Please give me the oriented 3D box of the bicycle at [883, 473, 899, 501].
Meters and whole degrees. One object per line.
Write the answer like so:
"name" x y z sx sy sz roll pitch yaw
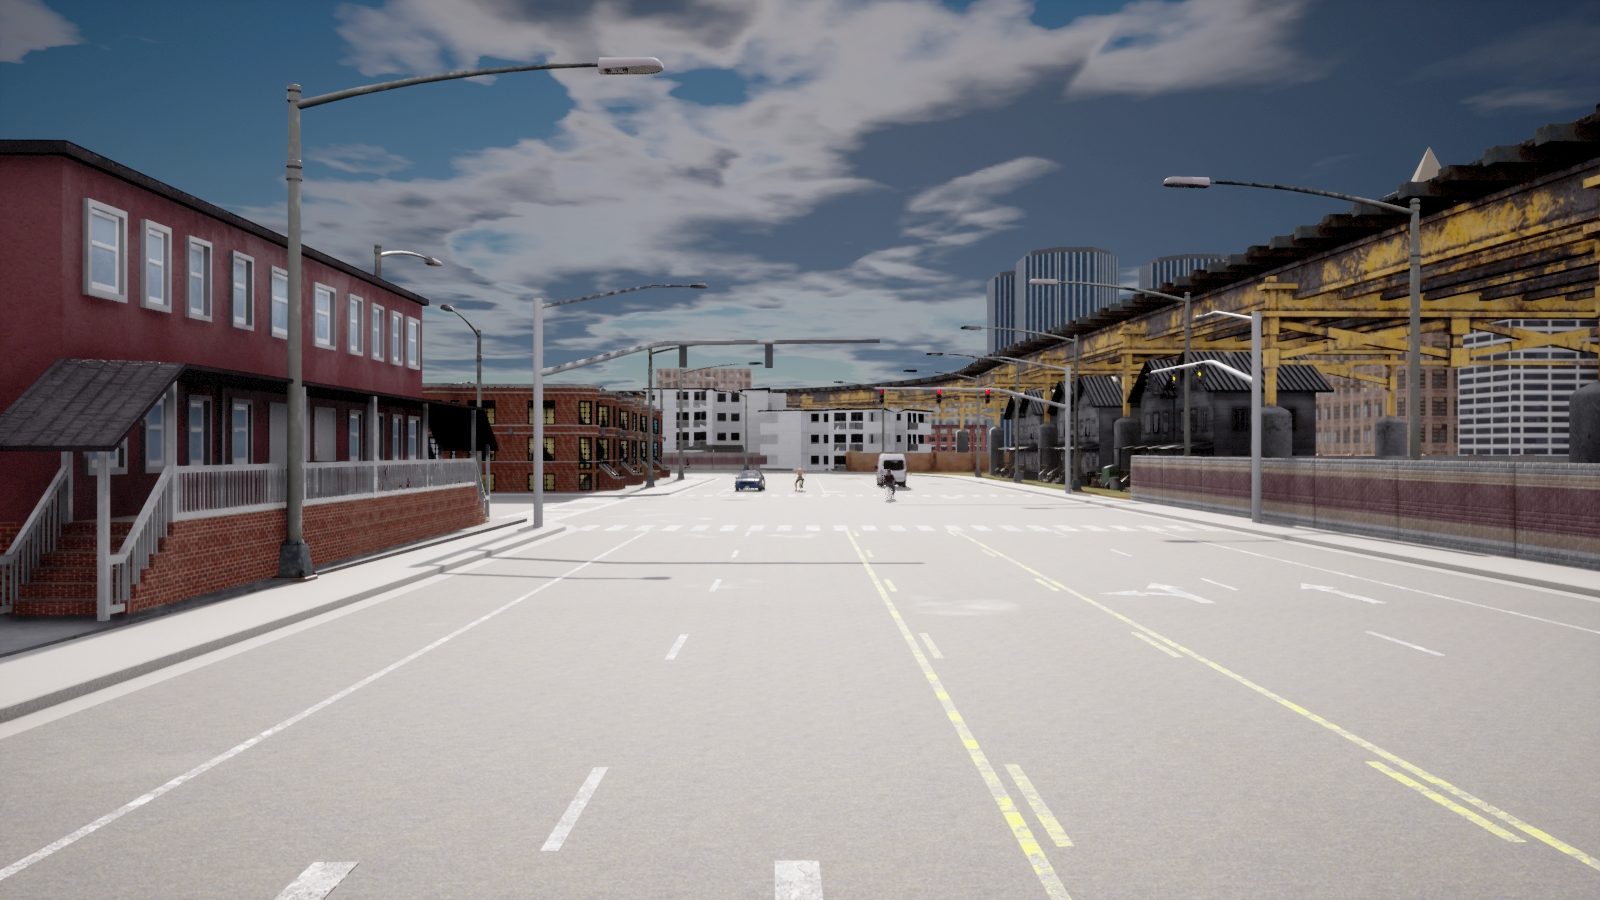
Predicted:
"bicycle" 5.120 2.071 64.181 0.329 1.496 1.835 -1 0 23
